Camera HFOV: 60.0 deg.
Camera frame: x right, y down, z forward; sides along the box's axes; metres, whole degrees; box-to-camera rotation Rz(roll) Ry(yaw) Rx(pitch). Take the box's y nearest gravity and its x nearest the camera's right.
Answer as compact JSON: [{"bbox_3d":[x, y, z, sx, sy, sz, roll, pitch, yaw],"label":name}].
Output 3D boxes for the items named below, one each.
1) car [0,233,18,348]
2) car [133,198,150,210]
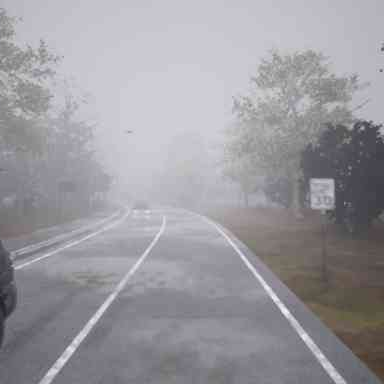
[{"bbox_3d":[-3.595,1.224,2.550,2.150,2.045,5.566,0,0,0],"label":"car"},{"bbox_3d":[-6.632,1.558,43.500,1.837,1.490,4.892,1,0,-12],"label":"car"}]
